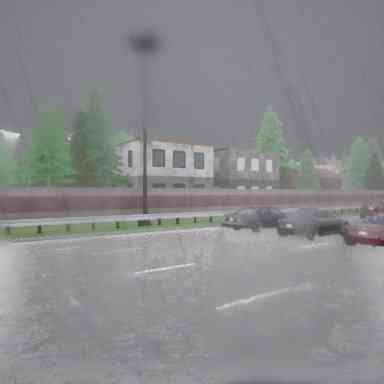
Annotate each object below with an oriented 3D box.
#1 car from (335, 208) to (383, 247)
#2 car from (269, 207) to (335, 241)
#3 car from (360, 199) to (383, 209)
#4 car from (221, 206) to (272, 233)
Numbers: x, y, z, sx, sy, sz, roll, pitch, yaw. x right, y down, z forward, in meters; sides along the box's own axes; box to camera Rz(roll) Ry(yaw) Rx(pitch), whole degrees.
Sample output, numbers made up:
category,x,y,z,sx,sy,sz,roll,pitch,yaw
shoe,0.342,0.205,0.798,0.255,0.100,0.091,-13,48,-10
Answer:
category,x,y,z,sx,sy,sz,roll,pitch,yaw
car,8.269,1.572,14.066,4.181,1.385,1.994,0,0,-35
car,6.236,1.572,16.916,4.181,1.385,1.994,0,0,-35
car,16.391,1.366,28.458,4.553,1.767,2.097,0,0,-35
car,4.204,1.563,19.765,5.357,1.411,2.033,0,0,-35
